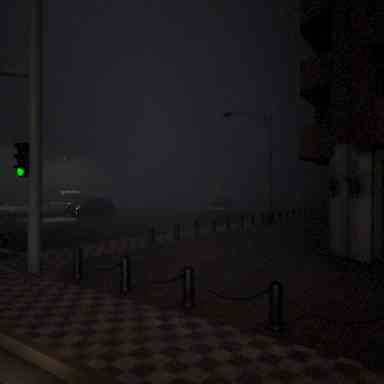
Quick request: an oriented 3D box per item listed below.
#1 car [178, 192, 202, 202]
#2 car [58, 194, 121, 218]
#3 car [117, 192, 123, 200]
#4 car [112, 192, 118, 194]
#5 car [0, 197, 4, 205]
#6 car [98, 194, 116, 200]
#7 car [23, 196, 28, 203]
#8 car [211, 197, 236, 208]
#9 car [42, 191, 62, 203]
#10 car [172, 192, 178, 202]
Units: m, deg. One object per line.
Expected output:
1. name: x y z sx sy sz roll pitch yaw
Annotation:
1. car: -0.020 1.007 65.752 1.932 1.855 4.605 0 0 36
2. car: -8.939 1.283 29.398 2.097 1.767 4.553 0 0 36
3. car: -18.259 0.901 78.958 1.905 1.878 3.866 0 0 36
4. car: -14.760 1.227 54.922 1.970 1.475 3.806 0 0 36
5. car: -28.282 1.203 46.063 1.970 1.475 3.806 0 0 36
6. car: -20.599 1.126 80.664 1.970 1.475 3.806 0 0 36
7. car: -30.817 1.099 66.497 1.784 1.438 3.905 0 0 36
8. car: 4.556 1.431 48.124 1.837 1.490 4.892 0 0 36
9. car: -28.506 0.903 64.748 1.932 1.855 4.605 0 0 36
10. car: -2.334 0.995 67.492 1.905 1.878 3.866 0 0 36
